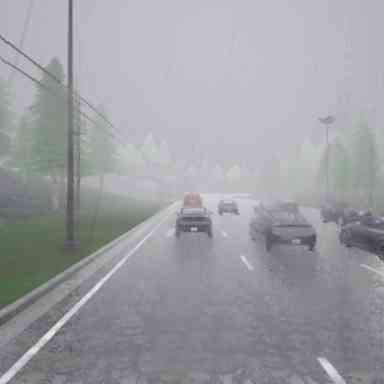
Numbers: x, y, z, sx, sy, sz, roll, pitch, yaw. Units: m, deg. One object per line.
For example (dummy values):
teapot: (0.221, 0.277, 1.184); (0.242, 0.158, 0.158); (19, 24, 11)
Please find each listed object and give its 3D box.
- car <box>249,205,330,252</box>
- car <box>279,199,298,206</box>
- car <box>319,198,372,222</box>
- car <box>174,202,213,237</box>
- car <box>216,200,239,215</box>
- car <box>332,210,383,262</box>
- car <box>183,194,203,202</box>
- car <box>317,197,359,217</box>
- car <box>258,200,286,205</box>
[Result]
car: (3.598, 1.503, 13.903); (2.128, 1.511, 4.902); (0, 0, 0)
car: (10.547, 1.506, 37.816); (1.882, 1.535, 5.008); (0, 0, 0)
car: (10.504, 1.367, 22.794); (2.097, 1.767, 4.553); (0, 0, 0)
car: (0.099, 1.520, 18.247); (1.837, 1.490, 4.892); (0, 0, 0)
car: (3.579, 1.520, 33.915); (2.128, 1.511, 4.902); (0, 0, 0)
car: (7.098, 1.573, 12.139); (1.994, 1.385, 4.181); (0, 0, 0)
car: (0.094, 1.254, 39.855); (2.150, 2.045, 5.566); (0, 0, 0)
car: (14.074, 1.374, 32.375); (2.097, 1.767, 4.553); (0, 0, 0)
car: (7.072, 1.625, 31.593); (1.895, 1.301, 4.718); (0, 0, 0)
